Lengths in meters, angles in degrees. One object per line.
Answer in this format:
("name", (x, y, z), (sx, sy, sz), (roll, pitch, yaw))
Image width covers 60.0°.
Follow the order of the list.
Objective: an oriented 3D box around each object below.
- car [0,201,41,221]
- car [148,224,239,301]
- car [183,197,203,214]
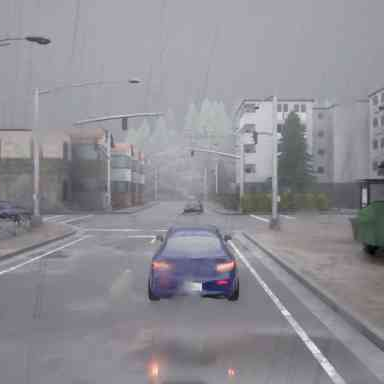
("car", (-14.024, 1.371, 24.321), (5.357, 1.411, 2.033), (0, 0, 0))
("car", (0.042, 1.526, 8.207), (1.812, 1.442, 4.674), (0, 0, 0))
("car", (0.151, 1.549, 35.069), (2.033, 1.411, 5.357), (0, 0, 4))
